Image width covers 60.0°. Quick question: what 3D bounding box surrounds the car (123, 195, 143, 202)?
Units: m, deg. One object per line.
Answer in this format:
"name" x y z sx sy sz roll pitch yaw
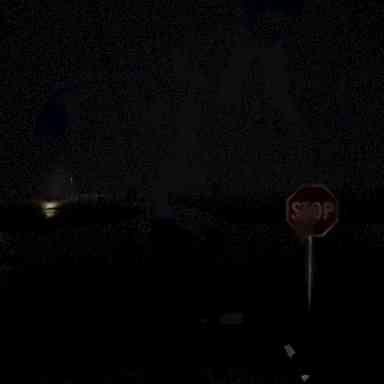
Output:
"car" -10.900 1.154 61.089 1.882 1.535 5.008 -1 1 -37

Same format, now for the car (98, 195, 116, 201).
"car" -17.798 1.227 68.931 4.718 1.301 1.895 -1 1 42
